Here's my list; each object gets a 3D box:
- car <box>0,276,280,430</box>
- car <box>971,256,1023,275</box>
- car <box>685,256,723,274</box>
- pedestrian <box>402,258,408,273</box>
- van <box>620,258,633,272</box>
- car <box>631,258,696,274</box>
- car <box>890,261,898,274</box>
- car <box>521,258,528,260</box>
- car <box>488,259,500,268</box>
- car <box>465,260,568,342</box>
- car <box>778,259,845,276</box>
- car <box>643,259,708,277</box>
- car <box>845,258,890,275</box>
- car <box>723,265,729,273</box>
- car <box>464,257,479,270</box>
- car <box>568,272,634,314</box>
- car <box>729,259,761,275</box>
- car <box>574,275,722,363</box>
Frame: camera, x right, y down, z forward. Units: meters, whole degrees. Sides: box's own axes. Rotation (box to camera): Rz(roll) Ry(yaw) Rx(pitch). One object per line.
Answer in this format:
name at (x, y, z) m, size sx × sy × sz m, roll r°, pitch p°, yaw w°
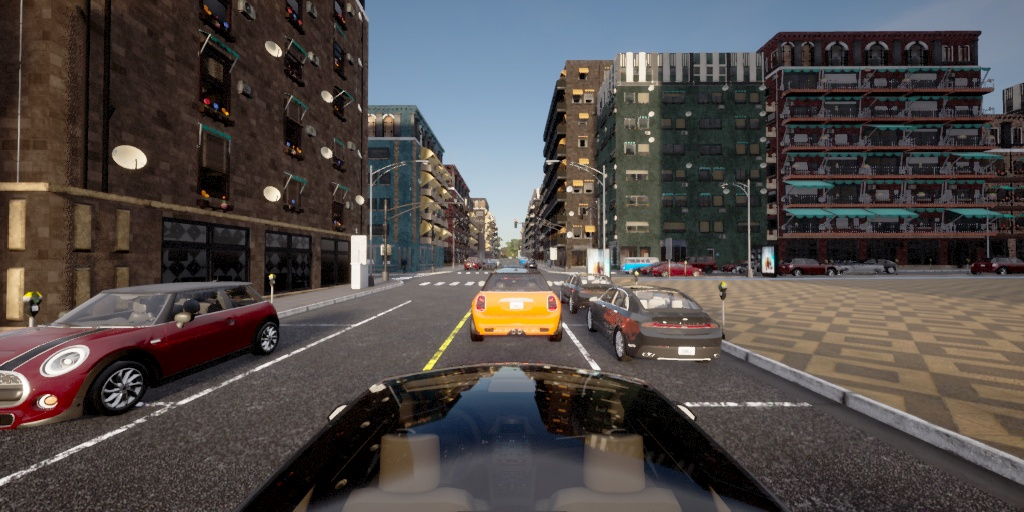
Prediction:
car at (-5.819, 1.191, 5.751) m, size 1.967 × 1.591 × 4.097 m, roll 0°, pitch 0°, yaw 0°
car at (41.350, 0.811, 29.975) m, size 4.097 × 1.591 × 1.967 m, roll 0°, pitch 0°, yaw 0°
car at (19.305, 0.977, 38.518) m, size 5.009 × 1.841 × 2.192 m, roll 0°, pitch 0°, yaw 0°
pedestrian at (-12.521, 1.097, 41.715) m, size 0.375 × 1.860 × 0.375 m, roll 0°, pitch 0°, yaw 0°
van at (13.777, 1.046, 38.559) m, size 3.998 × 1.789 × 1.690 m, roll 0°, pitch 0°, yaw 0°
car at (15.218, 1.203, 35.971) m, size 5.357 × 1.411 × 2.033 m, roll 0°, pitch -1°, yaw 0°
car at (35.500, 1.006, 35.811) m, size 4.892 × 1.490 × 1.837 m, roll 0°, pitch -1°, yaw 0°
car at (2.701, 1.334, 51.747) m, size 1.948 × 1.339 × 4.313 m, roll 0°, pitch 0°, yaw 0°
car at (-3.068, 1.298, 61.036) m, size 1.812 × 1.442 × 4.674 m, roll 0°, pitch 0°, yaw 0°
car at (0.099, 1.104, 9.965) m, size 2.097 × 1.767 × 4.553 m, roll 0°, pitch 0°, yaw 0°
car at (24.769, 0.935, 30.098) m, size 4.097 × 1.591 × 1.967 m, roll 0°, pitch 0°, yaw 0°
car at (13.713, 1.162, 30.179) m, size 4.207 × 1.307 × 1.802 m, roll 0°, pitch 0°, yaw 0°
car at (30.814, 1.089, 32.655) m, size 4.718 × 1.301 × 1.895 m, roll 0°, pitch -1°, yaw 0°
car at (24.833, 1.165, 38.478) m, size 4.507 × 1.381 × 1.888 m, roll 0°, pitch 0°, yaw 0°
car at (-5.679, 1.083, 51.789) m, size 2.192 × 1.841 × 5.009 m, roll 0°, pitch 0°, yaw 0°
car at (2.823, 1.304, 13.555) m, size 2.007 × 1.370 × 4.403 m, roll 0°, pitch 0°, yaw 0°
car at (25.077, 1.071, 35.894) m, size 4.902 × 1.511 × 2.128 m, roll 0°, pitch -1°, yaw 1°
car at (2.822, 1.302, 7.985) m, size 2.007 × 1.370 × 4.403 m, roll 0°, pitch 0°, yaw 0°
